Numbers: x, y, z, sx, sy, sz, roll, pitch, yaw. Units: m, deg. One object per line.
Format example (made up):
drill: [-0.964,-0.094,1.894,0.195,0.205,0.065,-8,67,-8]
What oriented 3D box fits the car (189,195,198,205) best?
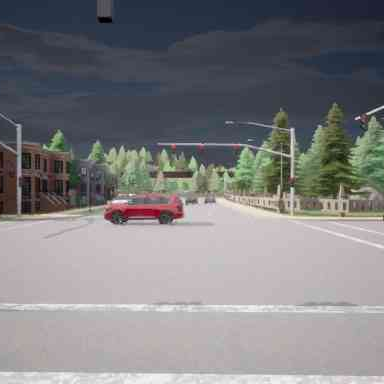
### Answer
car: [-0.054,1.352,60.247,2.097,1.767,4.553,0,0,0]

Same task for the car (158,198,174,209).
car: [-3.599,1.564,46.706,1.994,1.385,4.181,0,0,1]

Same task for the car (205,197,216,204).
car: [3.542,1.564,65.227,1.994,1.385,4.181,0,0,0]

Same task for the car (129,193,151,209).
car: [-7.110,1.221,45.754,2.150,2.045,5.566,0,0,0]

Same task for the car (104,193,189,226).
car: [-3.234,1.221,23.254,5.566,2.045,2.150,0,0,2]

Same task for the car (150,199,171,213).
car: [-3.595,1.564,38.332,1.994,1.385,4.181,0,0,0]

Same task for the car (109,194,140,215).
car: [-7.103,1.221,35.636,2.150,2.045,5.566,0,0,0]
